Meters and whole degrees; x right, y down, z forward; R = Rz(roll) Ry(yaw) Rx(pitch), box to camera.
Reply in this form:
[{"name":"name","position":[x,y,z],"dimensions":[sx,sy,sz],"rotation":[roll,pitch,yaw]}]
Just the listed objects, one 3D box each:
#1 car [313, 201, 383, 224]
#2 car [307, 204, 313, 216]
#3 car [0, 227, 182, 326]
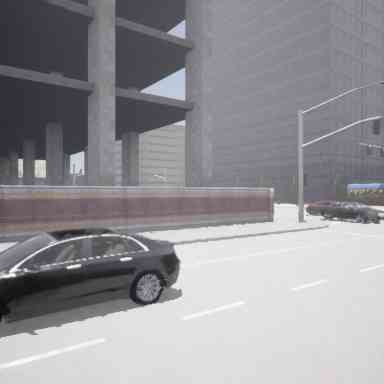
[{"name":"car","position":[12.005,1.492,25.018],"dimensions":[2.128,1.511,4.902],"rotation":[0,0,-26]},{"name":"car","position":[12.898,1.526,30.736],"dimensions":[1.812,1.442,4.674],"rotation":[0,0,-36]},{"name":"car","position":[-2.510,1.505,6.508],"dimensions":[4.892,1.490,1.837],"rotation":[0,0,-36]}]
